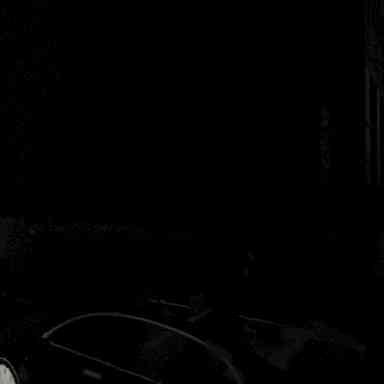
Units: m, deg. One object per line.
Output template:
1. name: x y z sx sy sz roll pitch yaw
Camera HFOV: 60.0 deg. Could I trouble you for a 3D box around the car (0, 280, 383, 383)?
1. car: -0.279 1.569 3.159 4.403 1.369 2.008 -1 0 35
